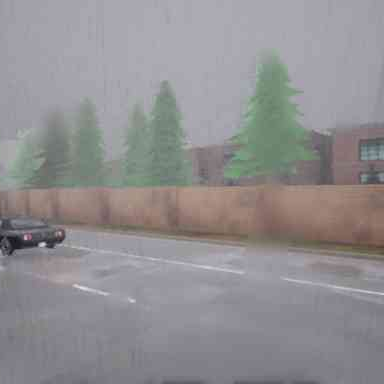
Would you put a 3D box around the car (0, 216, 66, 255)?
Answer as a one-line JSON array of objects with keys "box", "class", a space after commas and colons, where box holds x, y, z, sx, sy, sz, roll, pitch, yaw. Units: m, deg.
[{"box": [-7.290, 1.642, 13.490, 4.718, 1.301, 1.895, 0, 0, 36], "class": "car"}]
